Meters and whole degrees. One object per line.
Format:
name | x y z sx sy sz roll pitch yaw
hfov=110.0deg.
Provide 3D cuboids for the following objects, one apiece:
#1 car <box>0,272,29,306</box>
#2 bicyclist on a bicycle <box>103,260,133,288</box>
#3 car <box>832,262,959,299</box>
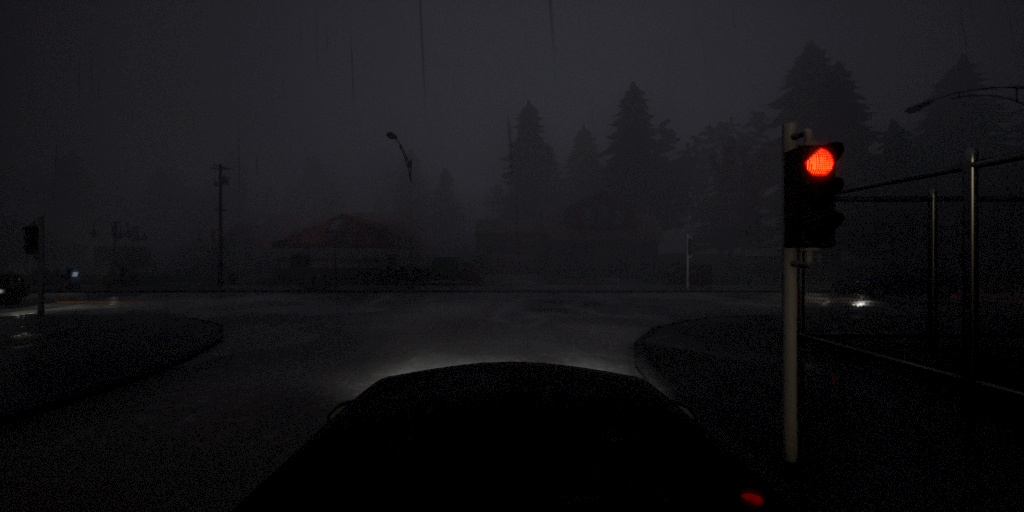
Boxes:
car | -21.942 0.970 13.432 5.566 2.045 2.150 0 0 0
bicyclist on a bicycle | -23.979 1.097 21.830 0.582 1.620 1.656 0 0 0
car | 18.727 1.227 17.646 5.008 1.535 1.882 0 0 0
